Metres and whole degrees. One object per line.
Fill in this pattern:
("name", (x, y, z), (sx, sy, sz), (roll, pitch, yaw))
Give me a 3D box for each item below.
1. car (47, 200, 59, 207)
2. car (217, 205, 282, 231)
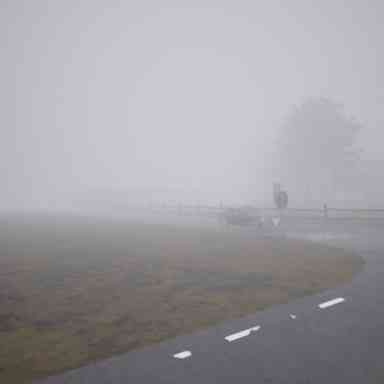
("car", (-29.897, 2.605, 71.450), (1.837, 1.490, 4.892), (-2, 0, -34))
("car", (3.602, 1.631, 21.615), (2.128, 1.511, 4.902), (-2, 0, -34))
